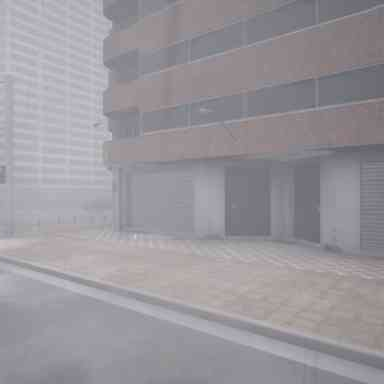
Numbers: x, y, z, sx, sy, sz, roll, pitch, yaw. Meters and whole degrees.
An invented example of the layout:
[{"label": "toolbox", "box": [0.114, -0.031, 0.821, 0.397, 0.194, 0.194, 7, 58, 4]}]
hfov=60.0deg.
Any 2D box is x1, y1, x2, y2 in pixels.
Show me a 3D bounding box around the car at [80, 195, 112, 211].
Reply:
[{"label": "car", "box": [-11.185, 1.504, 40.157, 1.837, 1.490, 4.892, 0, 0, 37]}]
